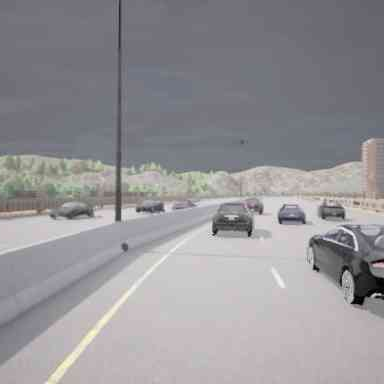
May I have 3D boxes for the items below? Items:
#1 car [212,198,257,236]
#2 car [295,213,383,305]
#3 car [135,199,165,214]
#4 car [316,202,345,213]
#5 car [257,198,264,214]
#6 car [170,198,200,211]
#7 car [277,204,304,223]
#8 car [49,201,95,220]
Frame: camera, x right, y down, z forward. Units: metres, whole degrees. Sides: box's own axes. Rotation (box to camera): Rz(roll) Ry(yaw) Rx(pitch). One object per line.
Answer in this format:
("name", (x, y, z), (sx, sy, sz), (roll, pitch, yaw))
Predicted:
("car", (2.452, 1.378, 19.034), (2.097, 1.767, 4.553), (0, 0, 12))
("car", (4.178, 1.511, 8.006), (2.128, 1.511, 4.902), (0, 0, 6))
("car", (-4.459, 1.523, 35.922), (1.882, 1.535, 5.008), (0, 0, 15))
("car", (12.079, 1.577, 29.132), (2.128, 1.511, 4.902), (0, 0, 14))
("car", (6.727, 1.441, 36.487), (2.097, 1.767, 4.553), (0, 0, 14))
("car", (-0.861, 1.622, 35.863), (1.994, 1.385, 4.181), (0, 0, 15))
("car", (7.635, 1.624, 25.773), (1.994, 1.385, 4.181), (0, 0, 14))
("car", (-10.039, 1.529, 28.245), (1.812, 1.442, 4.674), (0, 0, 14))
